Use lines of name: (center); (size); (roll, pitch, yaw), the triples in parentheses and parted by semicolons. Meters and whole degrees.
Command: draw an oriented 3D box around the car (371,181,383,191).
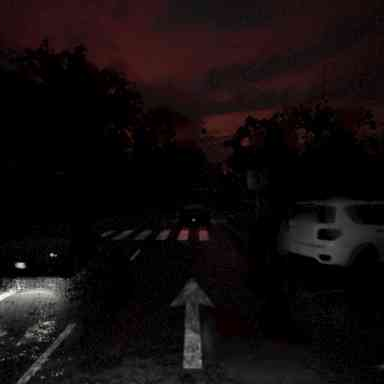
car: (29.475, -1.029, 49.981); (4.902, 1.511, 2.128); (-4, 0, -1)

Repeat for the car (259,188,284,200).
car: (11.952, 0.267, 49.318); (4.902, 1.511, 2.128); (-4, 1, -7)

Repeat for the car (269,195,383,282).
car: (5.389, 1.233, 9.765); (5.566, 2.045, 2.435); (1, 0, -20)

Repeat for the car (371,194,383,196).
car: (23.979, 1.246, 42.899); (2.435, 2.045, 5.566); (0, -1, -21)

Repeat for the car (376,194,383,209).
car: (27.039, 1.247, 42.936); (2.435, 2.045, 5.566); (1, -1, -22)

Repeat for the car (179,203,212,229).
car: (0.275, 1.477, 21.925); (1.882, 1.535, 5.008); (0, 0, 4)

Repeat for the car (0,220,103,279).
car: (-4.102, 1.564, 9.956); (1.994, 1.385, 4.181); (0, 0, 1)

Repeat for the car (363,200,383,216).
car: (19.187, 1.511, 31.666); (4.892, 1.490, 1.837); (0, 0, -2)
